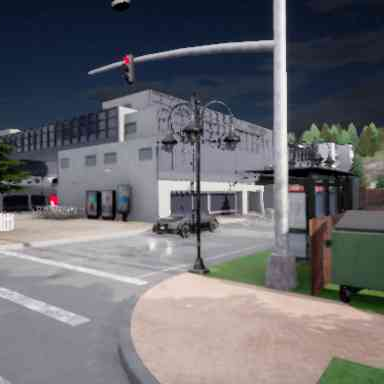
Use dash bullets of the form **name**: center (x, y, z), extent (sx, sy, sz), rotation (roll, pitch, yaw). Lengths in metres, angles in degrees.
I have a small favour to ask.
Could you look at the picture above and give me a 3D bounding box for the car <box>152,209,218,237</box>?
- **car**: center (-0.303, 1.705, 19.006), extent (1.994, 1.385, 4.181), rotation (-1, 0, 39)
